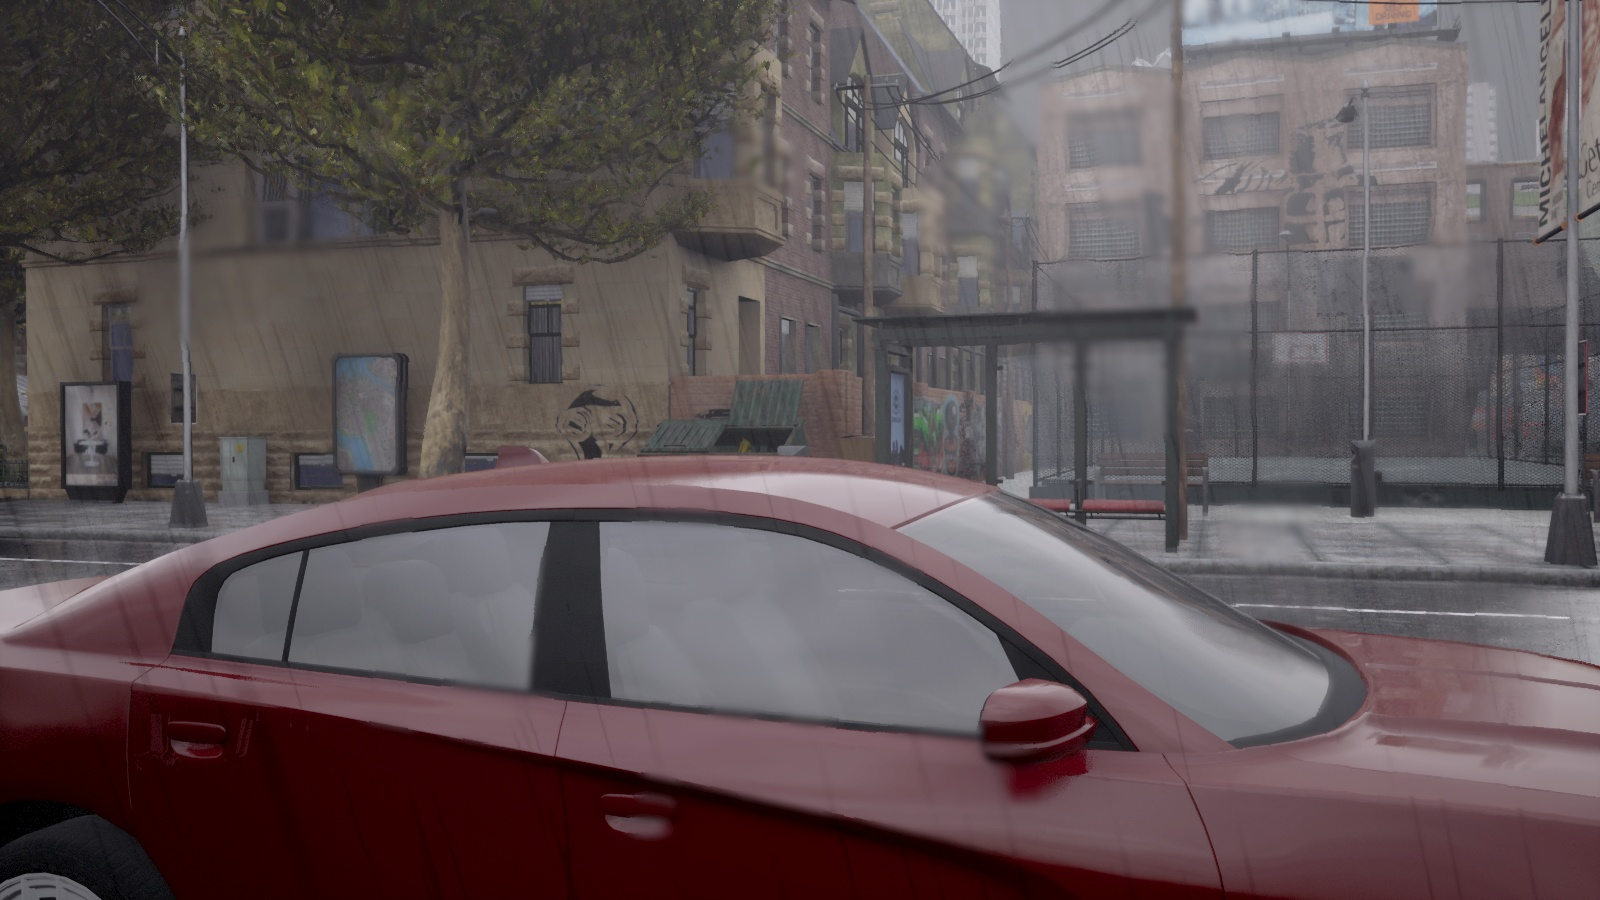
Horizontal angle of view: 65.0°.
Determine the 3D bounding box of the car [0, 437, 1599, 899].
[{"bbox_3d":[0.026,0.754,3.152,5.008,1.535,1.882,1,1,18],"label":"car"}]
